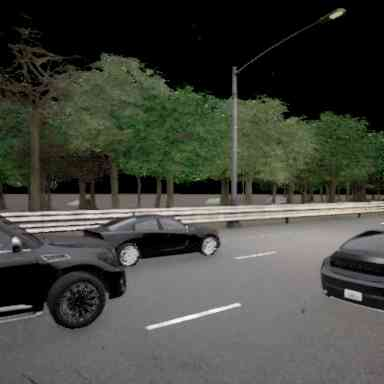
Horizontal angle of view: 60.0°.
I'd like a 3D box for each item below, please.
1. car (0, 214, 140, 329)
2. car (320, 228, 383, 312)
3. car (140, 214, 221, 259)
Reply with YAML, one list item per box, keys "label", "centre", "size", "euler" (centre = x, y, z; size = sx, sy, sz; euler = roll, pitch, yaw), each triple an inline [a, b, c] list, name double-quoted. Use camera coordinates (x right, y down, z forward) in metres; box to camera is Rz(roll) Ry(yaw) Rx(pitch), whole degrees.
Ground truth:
- label: "car"
  centre: [-3.874, 1.220, 5.281]
  size: [5.566, 2.045, 2.150]
  euler: [0, 0, -36]
- label: "car"
  centre: [4.742, 1.530, 7.122]
  size: [4.892, 1.490, 1.837]
  euler: [0, 0, -35]
- label: "car"
  centre: [-1.241, 1.495, 11.456]
  size: [5.008, 1.535, 1.882]
  euler: [0, 0, -35]
